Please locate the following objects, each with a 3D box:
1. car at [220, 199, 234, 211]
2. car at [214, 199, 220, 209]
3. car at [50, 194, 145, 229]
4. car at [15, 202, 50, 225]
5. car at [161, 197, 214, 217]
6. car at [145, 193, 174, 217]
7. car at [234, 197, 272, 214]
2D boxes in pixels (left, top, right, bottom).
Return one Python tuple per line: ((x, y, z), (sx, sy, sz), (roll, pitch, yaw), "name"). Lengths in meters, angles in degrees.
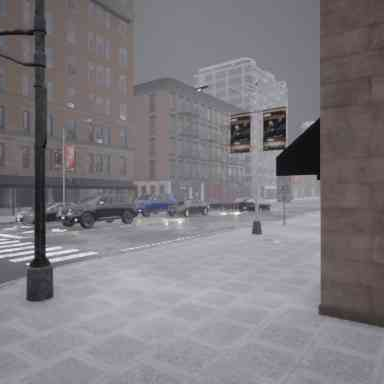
((5.565, 1.332, 38.191), (1.882, 1.535, 5.008), (0, 0, 35), "car")
((2.076, 1.467, 38.894), (1.895, 1.301, 4.718), (0, 0, 35), "car")
((-6.014, 1.161, 21.868), (2.150, 2.045, 5.566), (0, 0, 35), "car")
((-9.398, 1.442, 22.714), (2.128, 1.511, 4.902), (0, 0, 35), "car")
((-0.280, 1.402, 29.962), (1.837, 1.490, 4.892), (0, 0, 35), "car")
((-3.702, 1.131, 30.750), (2.150, 2.045, 5.566), (0, 0, 35), "car")
((6.455, 1.339, 33.498), (1.882, 1.535, 5.008), (0, 0, 35), "car")
